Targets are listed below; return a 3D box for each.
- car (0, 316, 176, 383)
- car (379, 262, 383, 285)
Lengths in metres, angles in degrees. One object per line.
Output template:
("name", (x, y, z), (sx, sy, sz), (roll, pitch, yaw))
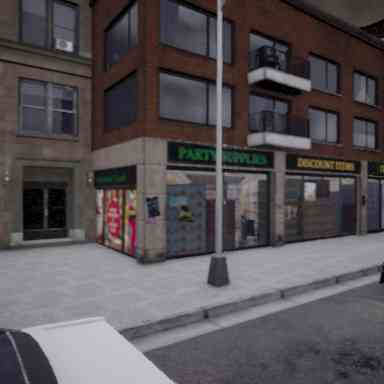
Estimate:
("car", (-2.400, 1.587, 1.715), (4.718, 1.301, 1.895), (0, 0, -35))
("car", (6.199, 1.554, 7.697), (4.181, 1.385, 1.994), (0, 0, -35))
